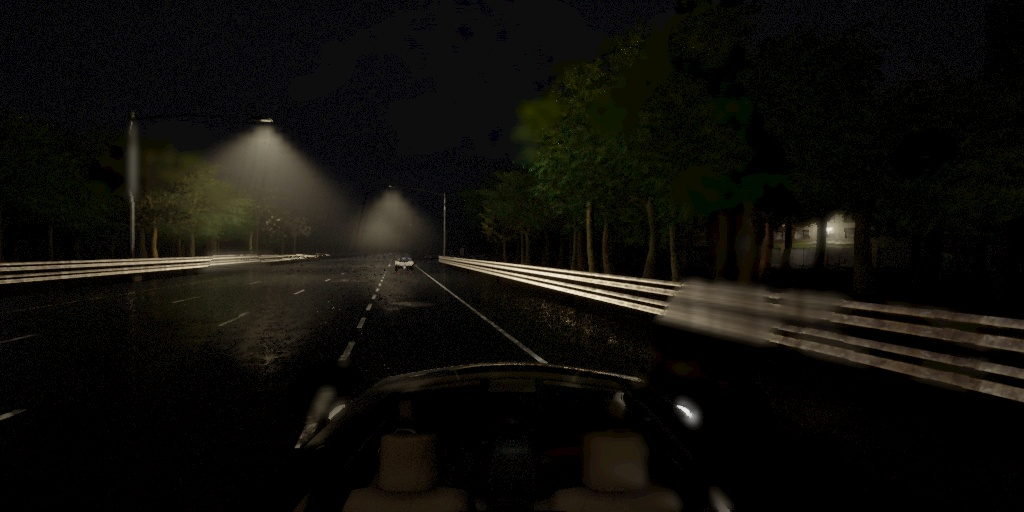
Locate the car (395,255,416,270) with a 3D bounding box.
[{"bbox_3d":[-12.120,0.843,40.162,1.895,1.301,4.718,0,1,-18],"label":"car"}]
